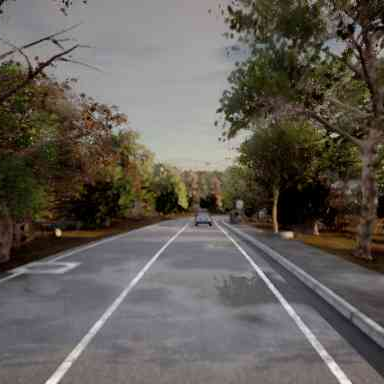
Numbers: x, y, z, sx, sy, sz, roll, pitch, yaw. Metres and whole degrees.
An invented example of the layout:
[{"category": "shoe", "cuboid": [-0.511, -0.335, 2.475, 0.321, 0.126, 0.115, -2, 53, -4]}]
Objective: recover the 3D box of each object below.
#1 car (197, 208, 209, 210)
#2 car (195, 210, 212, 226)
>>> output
[{"category": "car", "cuboid": [1.565, 3.258, 47.347, 2.150, 2.045, 5.566, 0, -3, 3]}, {"category": "car", "cuboid": [1.248, 2.991, 36.415, 2.033, 1.411, 5.357, 0, -3, 2]}]
